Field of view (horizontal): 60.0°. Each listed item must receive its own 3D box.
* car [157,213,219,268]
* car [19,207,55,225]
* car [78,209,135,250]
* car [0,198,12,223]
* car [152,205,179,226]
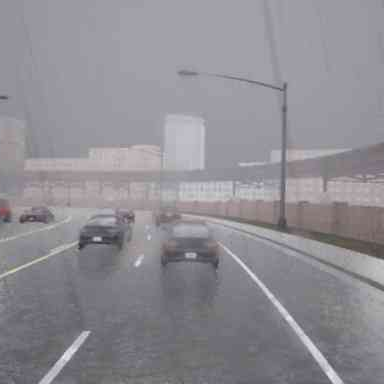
[{"bbox_3d":[-0.115,1.709,11.858,1.812,1.442,4.674,1,-1,-2],"label":"car"},{"bbox_3d":[-12.793,1.935,27.679,1.994,1.385,4.181,1,-2,-11],"label":"car"},{"bbox_3d":[-3.840,1.716,15.214,1.812,1.442,4.674,1,-2,-4],"label":"car"},{"bbox_3d":[-16.050,1.491,26.152,2.150,2.045,5.566,1,-2,-11],"label":"car"},{"bbox_3d":[-2.222,1.933,28.481,2.097,1.767,4.553,1,-2,-11],"label":"car"}]
